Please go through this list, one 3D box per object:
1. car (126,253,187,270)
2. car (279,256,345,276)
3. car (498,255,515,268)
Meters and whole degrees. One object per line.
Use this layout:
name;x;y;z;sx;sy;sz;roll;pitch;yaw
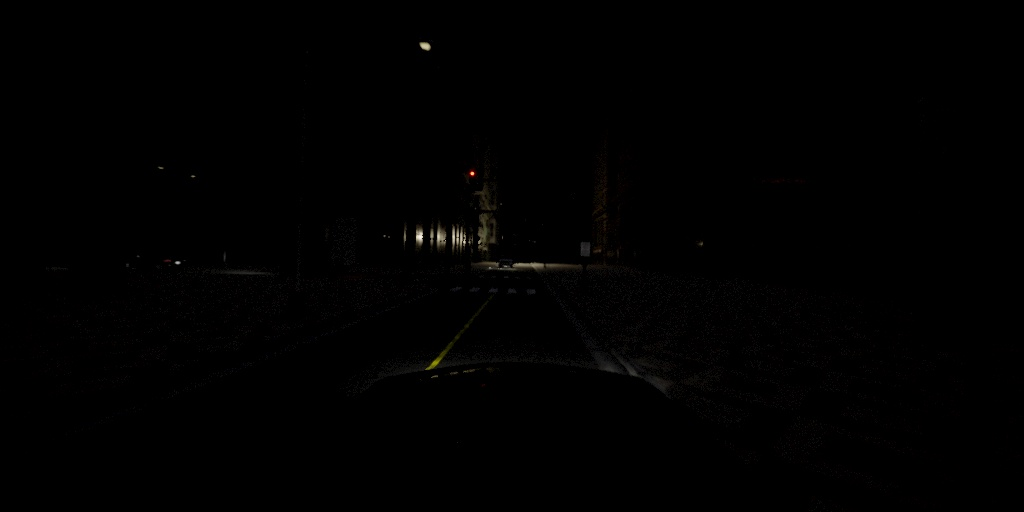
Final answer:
car;-29.134;0.456;29.203;4.181;1.385;1.994;2;-1;3
car;-15.932;0.763;28.642;4.902;1.511;2.128;1;-1;3
car;-0.937;0.881;57.770;2.150;2.045;5.566;2;0;3
